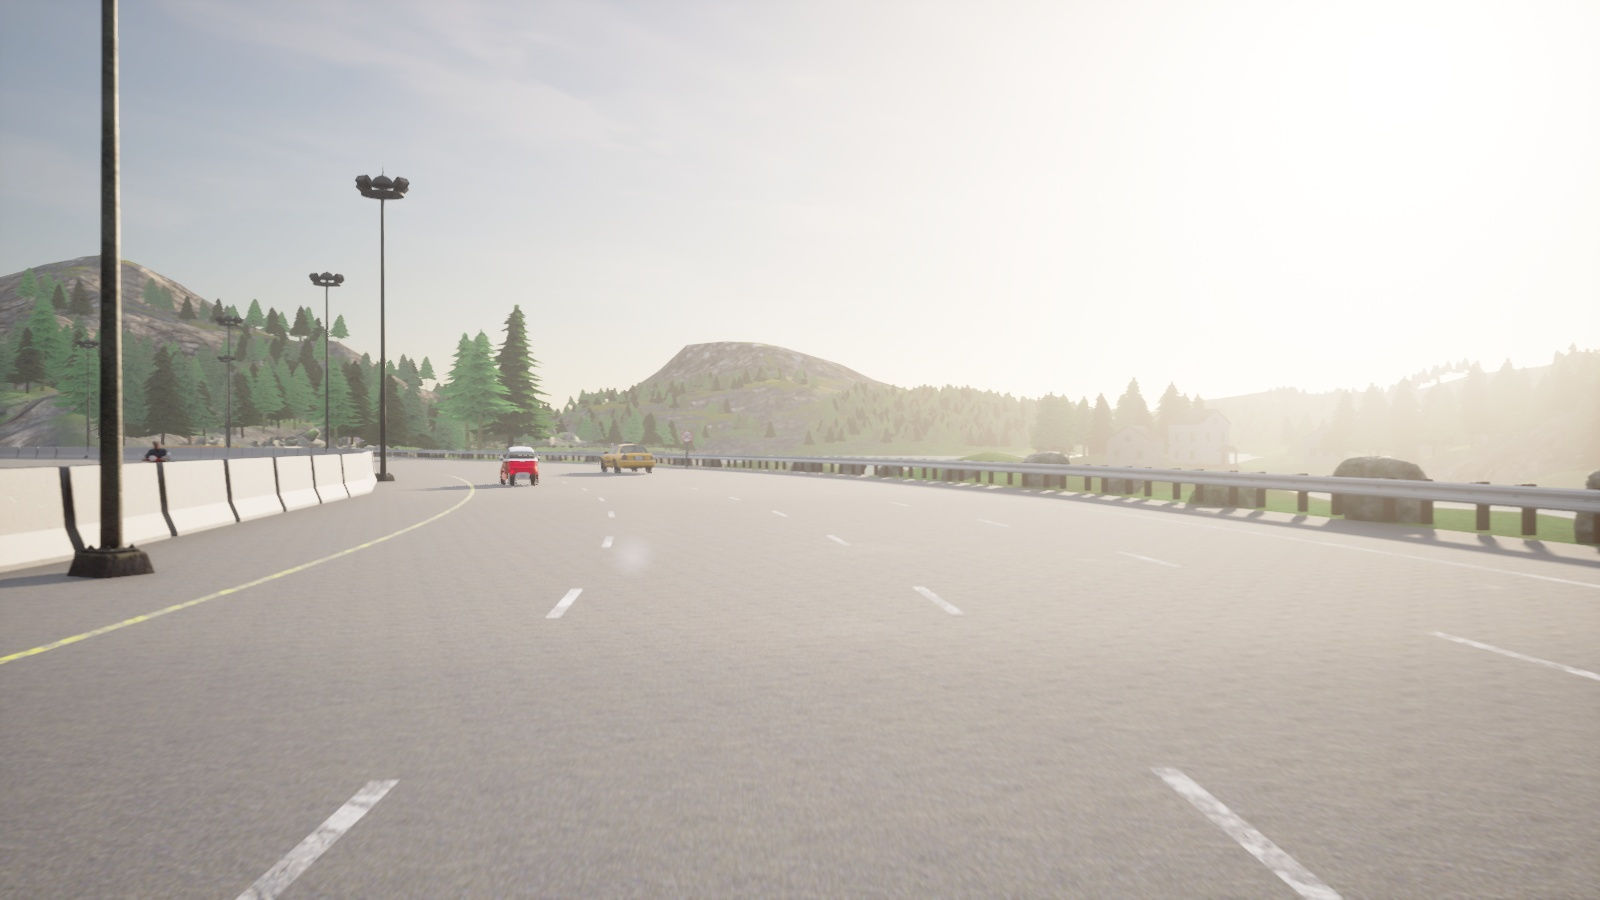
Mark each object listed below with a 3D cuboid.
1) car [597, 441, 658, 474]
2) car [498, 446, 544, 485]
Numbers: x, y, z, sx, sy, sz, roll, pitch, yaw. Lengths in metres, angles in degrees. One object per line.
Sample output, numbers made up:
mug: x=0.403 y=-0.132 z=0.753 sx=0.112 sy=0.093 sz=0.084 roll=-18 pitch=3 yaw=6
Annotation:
car: x=-8.675 y=0.328 z=62.761 sx=1.801 sy=1.575 sz=5.366 roll=0 pitch=0 yaw=-22
car: x=-10.099 y=0.541 z=45.359 sx=1.481 sy=1.376 sz=2.207 roll=0 pitch=1 yaw=-16
